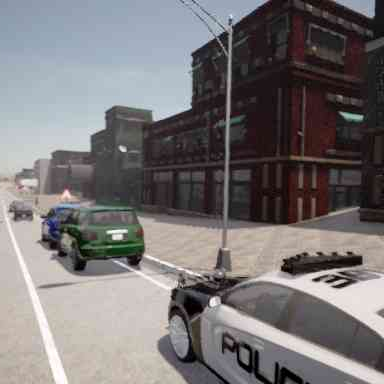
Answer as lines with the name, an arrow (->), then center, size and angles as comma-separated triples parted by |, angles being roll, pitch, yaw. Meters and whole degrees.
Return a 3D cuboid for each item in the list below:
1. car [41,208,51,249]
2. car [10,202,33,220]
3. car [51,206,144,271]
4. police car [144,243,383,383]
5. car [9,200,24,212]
car -> -6.615, 1.736, 17.629 | 2.150, 2.045, 5.566 | 1, -2, -30
car -> -18.716, 2.244, 36.796 | 1.837, 1.490, 4.892 | 1, 0, -30
car -> -3.605, 1.549, 12.429 | 2.150, 2.045, 5.566 | 1, -2, -30
police car -> 1.342, 1.508, 3.740 | 1.930, 1.638, 5.238 | 1, -1, -29
car -> -24.623, 1.880, 46.966 | 2.097, 1.767, 4.553 | 1, 1, -30
